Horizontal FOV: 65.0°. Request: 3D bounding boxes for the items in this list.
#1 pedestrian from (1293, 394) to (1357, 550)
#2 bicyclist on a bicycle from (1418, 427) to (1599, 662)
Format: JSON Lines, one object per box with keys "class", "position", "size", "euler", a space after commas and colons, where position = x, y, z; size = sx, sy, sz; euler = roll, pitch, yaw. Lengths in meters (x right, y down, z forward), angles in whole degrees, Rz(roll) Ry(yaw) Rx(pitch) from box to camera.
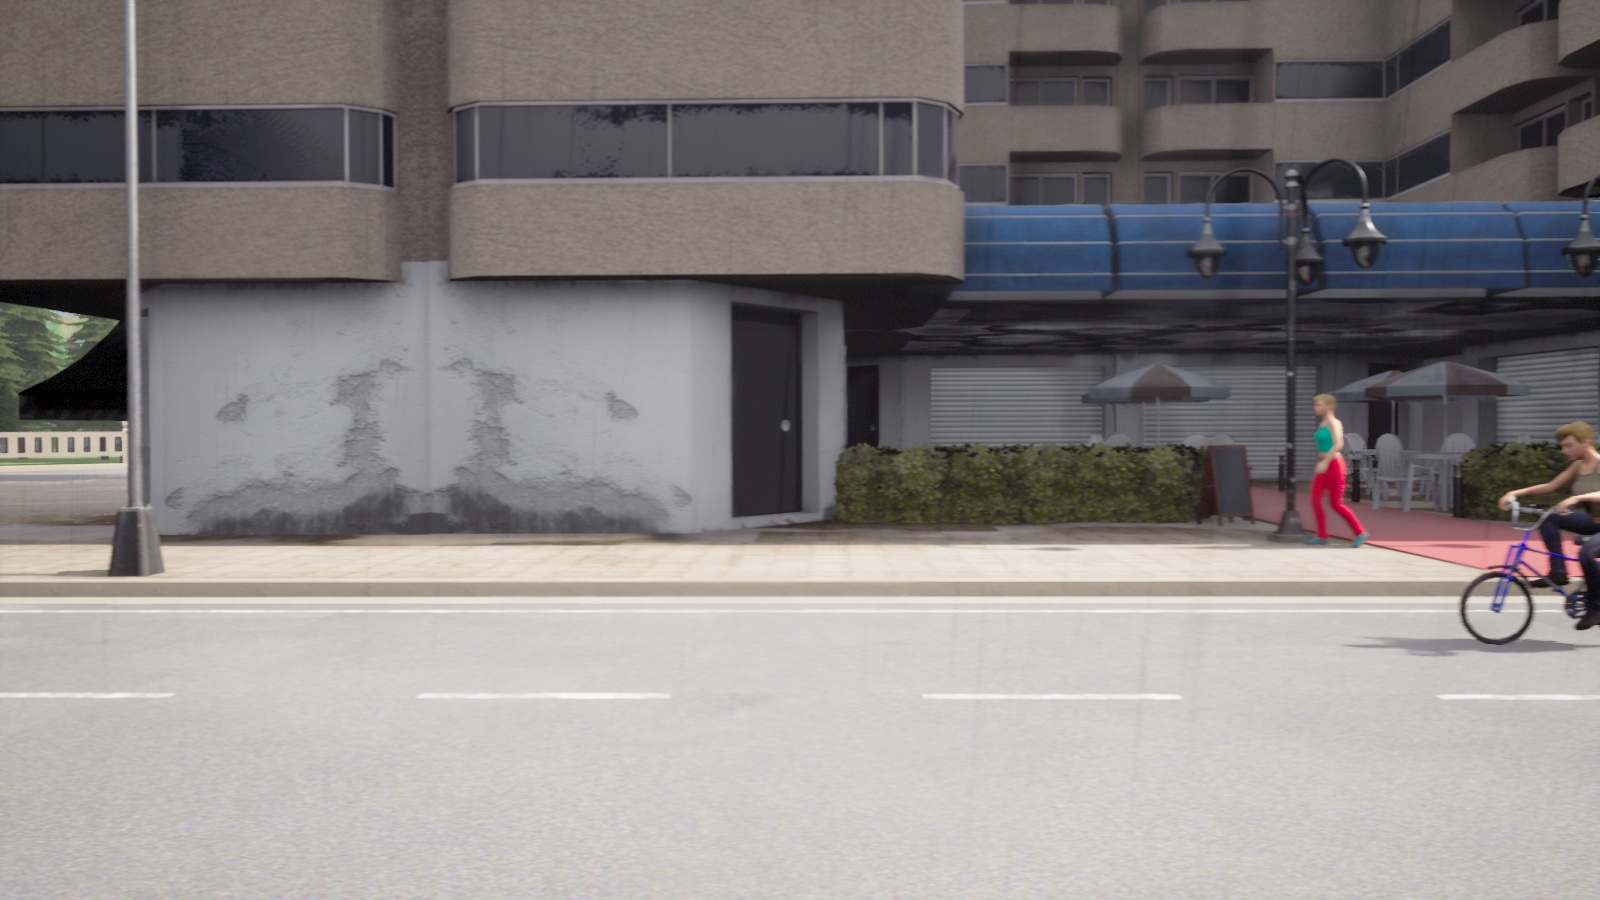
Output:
{"class": "pedestrian", "position": [6.246, 0.261, 14.955], "size": [0.594, 1.836, 0.345], "euler": [0, 1, 0]}
{"class": "bicyclist on a bicycle", "position": [5.421, 0.644, 9.038], "size": [1.509, 1.612, 0.866], "euler": [0, 1, 2]}
